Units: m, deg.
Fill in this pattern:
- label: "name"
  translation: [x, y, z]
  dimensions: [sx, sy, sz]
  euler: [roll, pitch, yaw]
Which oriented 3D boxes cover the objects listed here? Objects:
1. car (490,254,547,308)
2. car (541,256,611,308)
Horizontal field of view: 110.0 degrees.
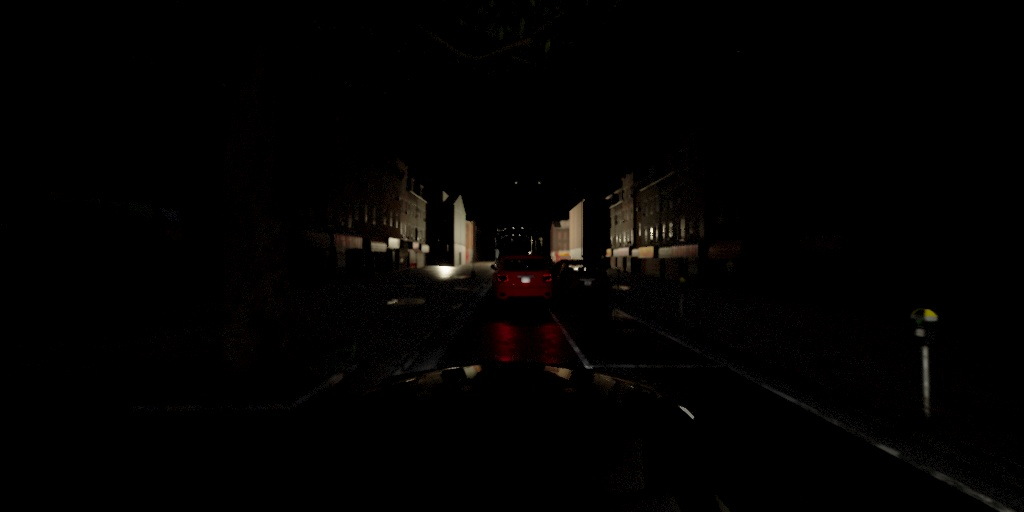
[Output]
- label: "car"
  translation: [0.305, 0.946, 15.256]
  dimensions: [2.150, 2.045, 5.566]
  euler: [0, 0, -4]
- label: "car"
  translation: [2.636, 1.040, 14.923]
  dimensions: [2.192, 1.841, 5.009]
  euler: [0, 0, 0]
